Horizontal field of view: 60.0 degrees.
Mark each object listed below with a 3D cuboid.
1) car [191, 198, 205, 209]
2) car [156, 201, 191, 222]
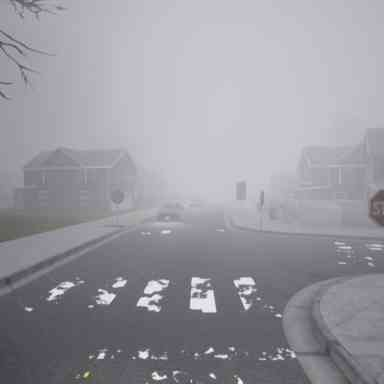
[{"bbox_3d":[0.784,1.559,47.242,2.033,1.411,5.357,0,0,9],"label":"car"},{"bbox_3d":[-1.579,1.549,27.126,2.033,1.411,5.357,0,0,5],"label":"car"}]
